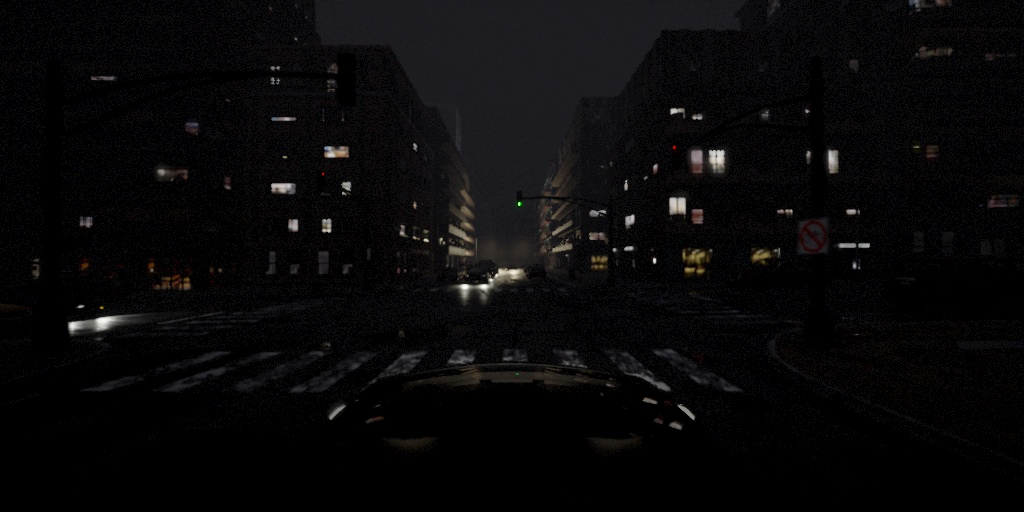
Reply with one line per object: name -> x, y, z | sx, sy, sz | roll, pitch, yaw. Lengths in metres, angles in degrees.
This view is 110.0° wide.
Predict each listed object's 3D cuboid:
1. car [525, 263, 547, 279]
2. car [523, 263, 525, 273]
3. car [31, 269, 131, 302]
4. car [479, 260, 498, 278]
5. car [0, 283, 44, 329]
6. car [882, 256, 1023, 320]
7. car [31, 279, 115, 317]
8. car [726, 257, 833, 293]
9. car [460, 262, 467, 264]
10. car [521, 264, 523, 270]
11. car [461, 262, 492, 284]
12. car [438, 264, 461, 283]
car -> 2.701, 1.656, 38.981 | 1.967, 1.591, 4.097 | 0, 0, 0
car -> 2.703, 1.728, 44.663 | 1.967, 1.591, 4.097 | 0, 0, 0
car -> -23.594, 1.676, 19.272 | 5.009, 1.841, 2.192 | 0, 0, 0
car -> -3.087, 1.479, 42.282 | 2.150, 2.045, 5.566 | 0, -1, 0
car -> -17.628, 1.698, 10.975 | 4.829, 1.417, 1.751 | 0, 0, 0
car -> 14.712, 0.893, 11.255 | 5.009, 1.841, 2.192 | 0, 0, 0
car -> -18.319, 1.772, 13.567 | 4.181, 1.385, 1.994 | -1, -1, 0
car -> 14.580, 0.980, 19.634 | 5.009, 1.841, 2.192 | 0, 0, 0
car -> -5.679, 1.741, 38.812 | 1.751, 1.417, 4.829 | 0, 0, 0
car -> 2.707, 2.016, 56.027 | 1.802, 1.307, 4.207 | 0, 0, 0
car -> -3.093, 1.609, 32.298 | 1.882, 1.535, 5.008 | 0, -1, 0
car -> -5.681, 1.709, 33.300 | 1.948, 1.339, 4.313 | 0, 0, 0
